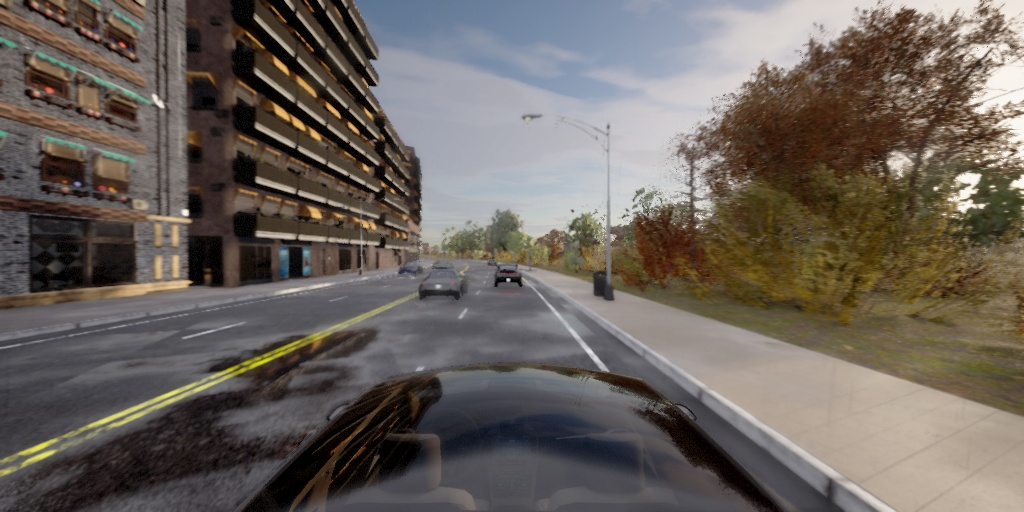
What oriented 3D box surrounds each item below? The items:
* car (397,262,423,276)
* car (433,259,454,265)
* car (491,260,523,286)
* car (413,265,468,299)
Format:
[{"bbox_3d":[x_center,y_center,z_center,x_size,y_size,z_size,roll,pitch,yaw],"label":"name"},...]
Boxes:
[{"bbox_3d":[-10.841,1.362,38.852,2.033,1.411,5.357,0,0,-3],"label":"car"},{"bbox_3d":[-7.651,1.151,39.864,2.097,1.767,4.553,0,0,-3],"label":"car"},{"bbox_3d":[-0.307,1.267,25.127,1.837,1.490,4.892,0,0,-2],"label":"car"},{"bbox_3d":[-3.359,1.338,18.137,1.994,1.385,4.181,0,0,-1],"label":"car"}]
